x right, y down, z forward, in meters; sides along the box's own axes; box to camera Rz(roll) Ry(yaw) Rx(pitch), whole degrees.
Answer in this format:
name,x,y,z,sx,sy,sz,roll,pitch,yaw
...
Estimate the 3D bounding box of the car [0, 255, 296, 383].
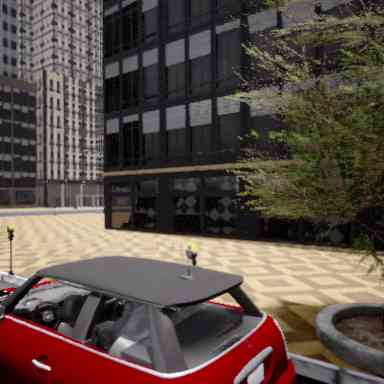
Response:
name,x,y,z,sx,sy,sz,roll,pitch,yaw
car,-1.093,1.447,3.666,4.097,1.590,1.967,0,-1,36
